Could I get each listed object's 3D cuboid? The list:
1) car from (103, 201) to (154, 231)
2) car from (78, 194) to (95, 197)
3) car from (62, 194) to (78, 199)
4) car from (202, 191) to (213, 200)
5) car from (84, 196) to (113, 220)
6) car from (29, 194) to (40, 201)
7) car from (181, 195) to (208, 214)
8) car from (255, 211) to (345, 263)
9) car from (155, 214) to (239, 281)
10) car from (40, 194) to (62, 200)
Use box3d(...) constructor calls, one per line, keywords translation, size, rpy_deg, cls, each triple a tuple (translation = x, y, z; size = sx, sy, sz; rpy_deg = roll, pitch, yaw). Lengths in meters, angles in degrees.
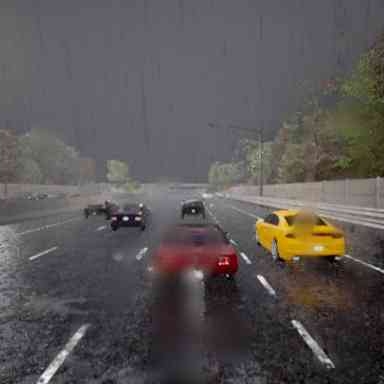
box3d(translation=(-3.399, 1.405, 19.581), size=(2.033, 1.411, 5.357), rpy_deg=(0, 0, 0), cls="car")
box3d(translation=(-17.533, 1.165, 57.202), size=(1.994, 1.385, 4.181), rpy_deg=(0, 0, 1), cls="car")
box3d(translation=(-21.022, 1.087, 59.584), size=(1.837, 1.490, 4.892), rpy_deg=(0, 1, 1), cls="car")
box3d(translation=(3.503, 0.729, 74.362), size=(2.150, 2.045, 5.566), rpy_deg=(0, 0, 0), cls="car")
box3d(translation=(-6.898, 1.305, 25.936), size=(2.128, 1.511, 4.902), rpy_deg=(0, 0, 0), cls="car")
box3d(translation=(-28.002, 1.076, 60.933), size=(1.837, 1.490, 4.892), rpy_deg=(0, 1, 0), cls="car")
box3d(translation=(0.104, 1.279, 27.595), size=(1.882, 1.535, 5.008), rpy_deg=(0, 0, 0), cls="car")
box3d(translation=(3.501, 1.392, 11.677), size=(1.882, 1.535, 5.008), rpy_deg=(0, 0, 0), cls="car")
box3d(translation=(0.104, 1.530, 9.578), size=(1.895, 1.301, 4.718), rpy_deg=(0, 0, 0), cls="car")
box3d(translation=(-24.509, 1.134, 59.418), size=(2.033, 1.411, 5.357), rpy_deg=(0, 0, 0), cls="car")
